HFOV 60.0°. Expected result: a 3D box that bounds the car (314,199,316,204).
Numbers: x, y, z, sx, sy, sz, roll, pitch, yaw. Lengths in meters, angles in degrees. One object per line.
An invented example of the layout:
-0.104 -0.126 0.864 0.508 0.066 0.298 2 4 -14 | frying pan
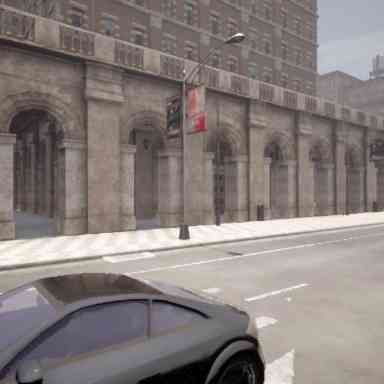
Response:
20.450 1.591 60.727 1.895 1.301 4.718 0 0 -37 | car

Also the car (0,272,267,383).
-1.250 1.563 3.094 4.181 1.385 1.994 0 0 -37 | car
